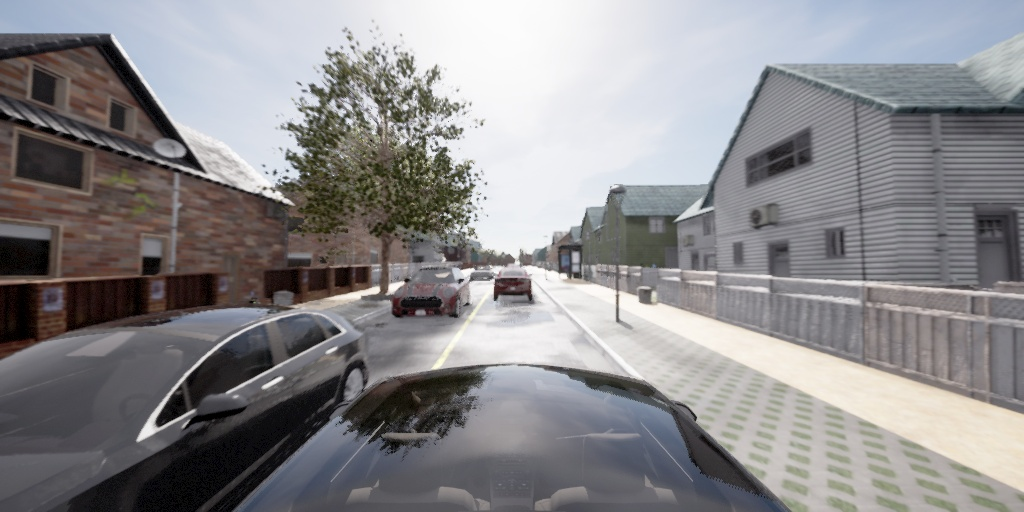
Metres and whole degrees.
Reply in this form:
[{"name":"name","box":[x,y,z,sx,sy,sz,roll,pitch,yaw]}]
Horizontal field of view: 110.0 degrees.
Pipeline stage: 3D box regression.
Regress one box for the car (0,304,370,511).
[{"name":"car","box":[-2.840,1.263,3.012,1.837,1.490,4.892,0,0,0]}]

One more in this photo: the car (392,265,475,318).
[{"name":"car","box":[-2.794,1.174,13.308,2.097,1.767,4.553,0,0,1]}]

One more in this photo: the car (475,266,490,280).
[{"name":"car","box":[-2.836,1.598,34.134,1.895,1.301,4.718,0,-1,0]}]

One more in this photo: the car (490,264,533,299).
[{"name":"car","box":[0.065,1.340,18.814,1.882,1.535,5.008,0,0,1]}]

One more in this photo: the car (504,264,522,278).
[{"name":"car","box":[0.104,1.579,39.648,1.812,1.442,4.674,0,-1,0]}]
